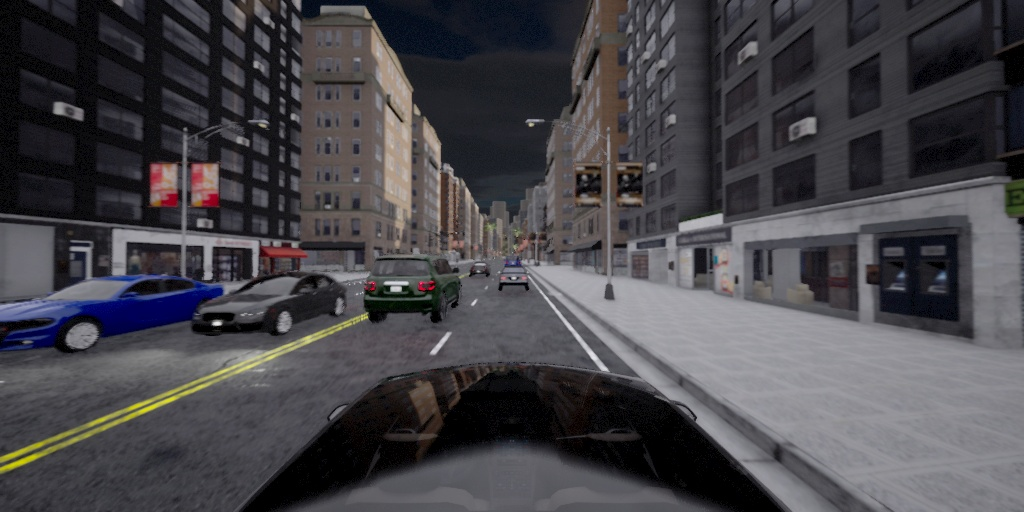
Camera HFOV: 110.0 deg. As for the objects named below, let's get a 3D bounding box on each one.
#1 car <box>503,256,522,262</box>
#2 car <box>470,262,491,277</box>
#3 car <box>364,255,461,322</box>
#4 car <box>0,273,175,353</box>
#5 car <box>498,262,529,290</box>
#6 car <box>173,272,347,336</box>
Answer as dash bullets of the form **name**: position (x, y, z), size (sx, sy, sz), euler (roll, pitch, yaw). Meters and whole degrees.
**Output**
- **car**: position (0.112, 0.960, 44.563), size (2.150, 2.045, 5.566), euler (0, 0, 0)
- **car**: position (-3.141, 1.272, 35.936), size (1.812, 1.442, 4.674), euler (0, 0, 0)
- **car**: position (-3.147, 0.979, 12.424), size (2.150, 2.045, 5.566), euler (0, 0, 0)
- **car**: position (-9.846, 1.233, 9.066), size (1.882, 1.535, 5.008), euler (0, 0, 0)
- **car**: position (0.107, 1.303, 22.745), size (2.033, 1.411, 5.357), euler (0, 0, 0)
- **car**: position (-6.595, 1.260, 10.446), size (1.837, 1.490, 4.892), euler (0, 0, 0)
